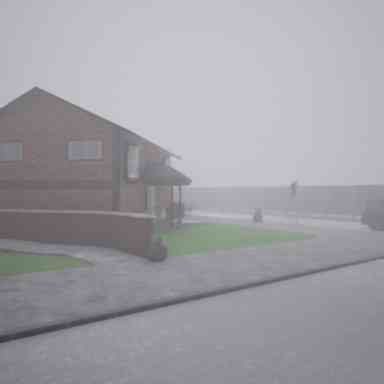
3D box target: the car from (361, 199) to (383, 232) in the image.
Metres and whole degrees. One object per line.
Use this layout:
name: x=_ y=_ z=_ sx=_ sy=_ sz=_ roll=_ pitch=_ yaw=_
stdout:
car: x=12.980 y=1.443 z=19.617 sx=2.150 sy=2.045 sz=5.566 roll=1 pitch=0 yaw=-36

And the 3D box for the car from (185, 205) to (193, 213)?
car: x=-1.814 y=1.806 z=40.291 sx=1.895 sy=1.301 sz=4.718 roll=1 pitch=0 yaw=-36
